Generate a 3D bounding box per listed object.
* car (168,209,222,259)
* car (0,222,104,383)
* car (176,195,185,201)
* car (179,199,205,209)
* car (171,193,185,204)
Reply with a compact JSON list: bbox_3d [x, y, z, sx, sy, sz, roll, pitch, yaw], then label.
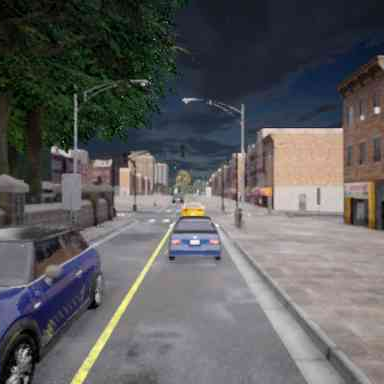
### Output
[{"bbox_3d":[0.097,1.620,12.851,2.033,1.411,5.357,0,0,0],"label":"car"},{"bbox_3d":[-2.844,1.380,4.917,2.097,1.767,4.553,0,0,0],"label":"car"},{"bbox_3d":[-2.721,1.474,80.819,2.033,1.411,5.357,0,0,0],"label":"car"},{"bbox_3d":[0.099,1.636,28.470,1.882,1.535,5.008,0,0,0],"label":"car"},{"bbox_3d":[-2.740,1.273,64.932,2.150,2.045,5.566,0,0,0],"label":"car"}]
